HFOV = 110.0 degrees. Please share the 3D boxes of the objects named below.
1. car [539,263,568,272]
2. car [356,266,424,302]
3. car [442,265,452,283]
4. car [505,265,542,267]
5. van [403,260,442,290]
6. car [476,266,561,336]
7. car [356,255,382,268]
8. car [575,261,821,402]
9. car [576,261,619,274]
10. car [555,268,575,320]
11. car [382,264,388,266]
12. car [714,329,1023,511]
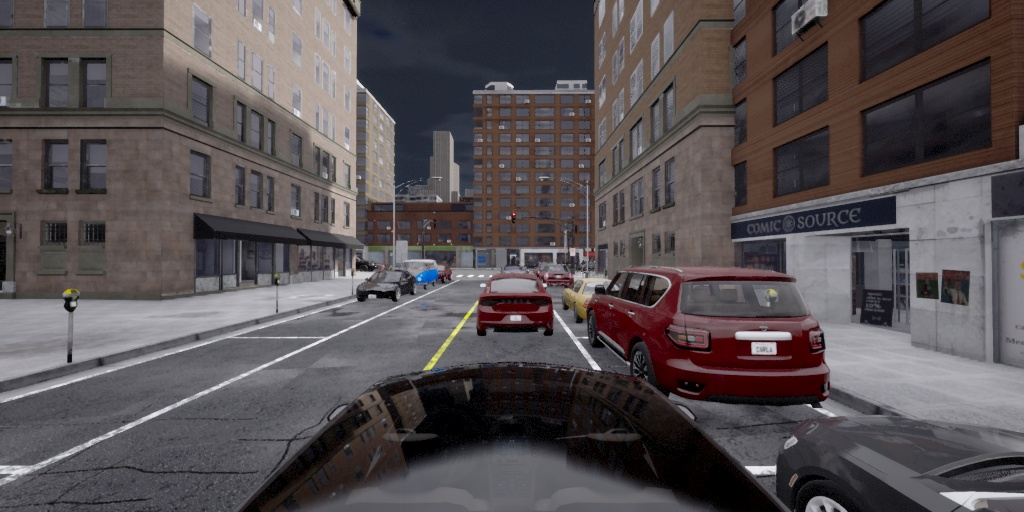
[{"bbox_3d":[2.690,1.213,22.650,1.967,1.591,4.097,0,0,0],"label":"car"},{"bbox_3d":[-5.841,1.331,17.178,1.948,1.339,4.313,0,0,0],"label":"car"},{"bbox_3d":[-5.829,1.326,28.143,1.888,1.381,4.507,0,0,0],"label":"car"},{"bbox_3d":[0.115,1.259,18.017,2.128,1.511,4.902,0,0,0],"label":"car"},{"bbox_3d":[-5.835,1.114,22.661,1.690,1.789,3.998,0,0,0],"label":"van"},{"bbox_3d":[0.056,1.235,10.482,1.882,1.535,5.008,0,0,-1],"label":"car"},{"bbox_3d":[-18.352,0.842,41.071,5.566,2.045,2.150,0,-1,0],"label":"car"},{"bbox_3d":[2.674,1.068,6.202,2.192,1.841,5.009,0,0,0],"label":"car"},{"bbox_3d":[10.476,1.380,44.107,4.892,1.490,1.837,0,-1,0],"label":"car"},{"bbox_3d":[2.679,1.284,11.855,1.751,1.417,4.829,0,0,0],"label":"car"},{"bbox_3d":[-17.439,1.226,44.309,4.181,1.385,1.994,0,-1,0],"label":"car"},{"bbox_3d":[2.668,1.300,0.721,2.007,1.370,4.403,0,0,0],"label":"car"}]
